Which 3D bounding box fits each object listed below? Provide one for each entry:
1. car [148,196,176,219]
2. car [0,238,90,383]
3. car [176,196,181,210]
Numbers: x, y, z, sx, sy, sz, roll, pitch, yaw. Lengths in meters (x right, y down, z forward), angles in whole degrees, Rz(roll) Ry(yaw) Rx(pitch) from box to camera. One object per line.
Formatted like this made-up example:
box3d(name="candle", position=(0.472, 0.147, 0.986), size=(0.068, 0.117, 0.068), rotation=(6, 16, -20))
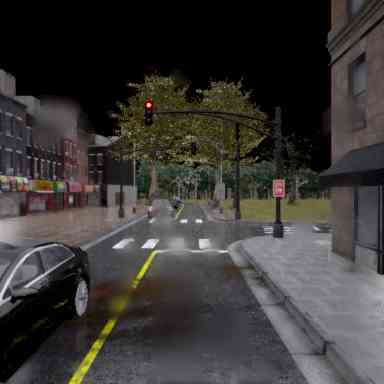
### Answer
box3d(name="car", position=(-2.695, 1.374, 29.007), size=(2.097, 1.767, 4.553), rotation=(0, 0, -3))
box3d(name="car", position=(-2.859, 1.491, 4.552), size=(2.128, 1.511, 4.902), rotation=(0, 0, 0))
box3d(name="car", position=(-2.926, 1.548, 45.428), size=(1.882, 1.535, 5.008), rotation=(0, 0, 0))
